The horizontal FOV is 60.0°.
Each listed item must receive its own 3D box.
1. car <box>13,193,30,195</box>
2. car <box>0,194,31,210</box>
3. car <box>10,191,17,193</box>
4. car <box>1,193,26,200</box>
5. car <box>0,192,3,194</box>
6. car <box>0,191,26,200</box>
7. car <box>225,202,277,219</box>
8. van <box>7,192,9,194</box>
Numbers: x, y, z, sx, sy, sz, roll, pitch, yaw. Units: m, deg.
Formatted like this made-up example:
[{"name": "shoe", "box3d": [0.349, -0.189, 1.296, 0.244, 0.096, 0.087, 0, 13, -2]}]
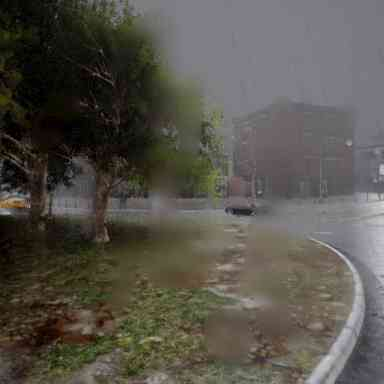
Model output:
[{"name": "car", "box3d": [-30.202, 1.356, 62.239, 4.792, 1.488, 2.163, 0, 0, -37]}, {"name": "car", "box3d": [-22.769, 1.452, 42.403, 5.008, 1.535, 1.882, 0, 0, 43]}, {"name": "car", "box3d": [-33.387, 1.160, 66.642, 4.553, 1.767, 2.185, 0, 1, -37]}, {"name": "car", "box3d": [-41.681, 1.117, 77.800, 4.892, 1.521, 2.231, 0, 1, -37]}, {"name": "car", "box3d": [-40.111, 1.151, 75.660, 5.008, 1.535, 2.097, 0, 1, -37]}, {"name": "car", "box3d": [-43.314, 0.828, 80.044, 5.566, 2.045, 2.435, 0, 1, -37]}, {"name": "car", "box3d": [5.139, 1.580, 29.802, 1.895, 1.301, 4.718, -1, 1, -40]}, {"name": "van", "box3d": [-35.236, 1.032, 68.890, 4.442, 1.987, 1.878, 0, 1, -37]}]
